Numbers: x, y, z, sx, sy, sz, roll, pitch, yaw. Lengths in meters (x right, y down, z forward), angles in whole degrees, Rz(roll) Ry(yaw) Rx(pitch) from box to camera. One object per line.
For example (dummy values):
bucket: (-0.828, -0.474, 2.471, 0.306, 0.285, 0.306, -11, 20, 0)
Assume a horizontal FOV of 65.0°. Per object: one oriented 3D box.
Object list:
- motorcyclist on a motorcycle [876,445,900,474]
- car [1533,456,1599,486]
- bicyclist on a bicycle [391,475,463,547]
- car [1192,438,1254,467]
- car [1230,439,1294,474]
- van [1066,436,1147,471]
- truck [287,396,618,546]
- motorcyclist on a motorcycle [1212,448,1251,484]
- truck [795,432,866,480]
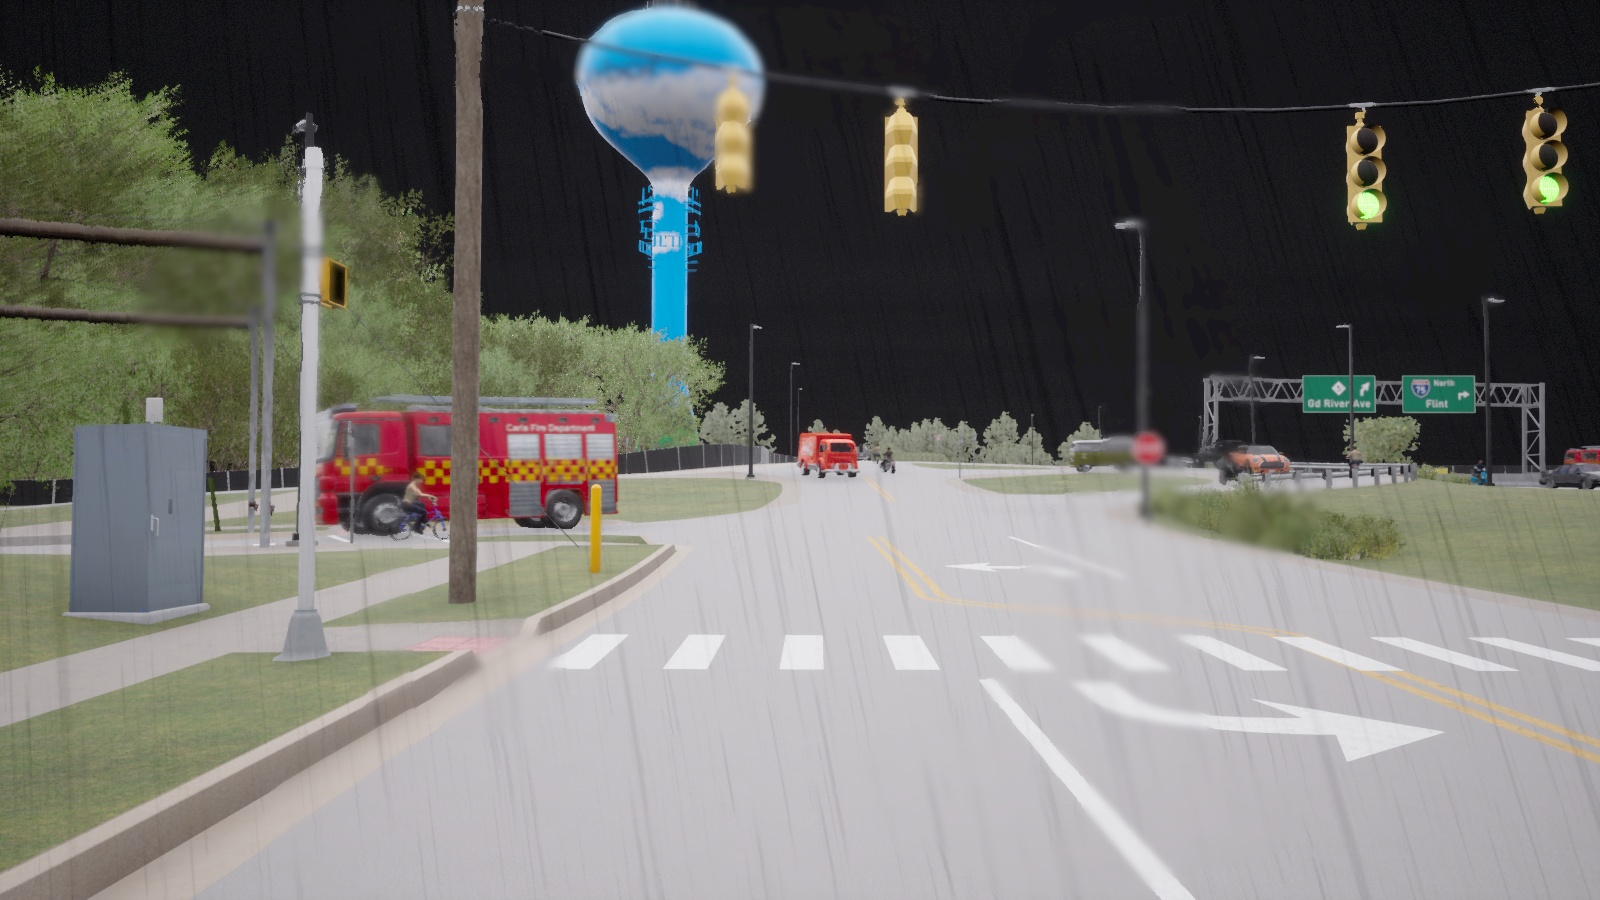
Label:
motorcyclist on a motorcycle: (5.285, 0.569, 75.763, 0.766, 1.649, 2.350, -2, 2, -13)
car: (38.818, 1.042, 62.070, 2.033, 1.411, 5.357, 0, -1, 1)
bicyclist on a bicycle: (-8.864, 1.438, 29.819, 1.509, 1.612, 0.866, -2, -1, -23)
car: (27.517, 0.149, 81.766, 1.905, 1.878, 3.866, 0, 0, -17)
car: (25.188, 0.326, 68.641, 2.097, 1.767, 4.553, -1, 1, 4)
van: (18.702, 0.214, 76.769, 4.442, 1.987, 1.775, -1, 1, -1)
truck: (-9.723, 0.529, 35.678, 8.468, 3.827, 2.891, -1, -2, -34)
motorcyclist on a motorcycle: (19.396, 0.699, 56.414, 0.797, 1.523, 2.044, -3, -1, 45)
truck: (1.683, 0.288, 71.232, 2.627, 2.467, 5.204, 0, 2, -16)
